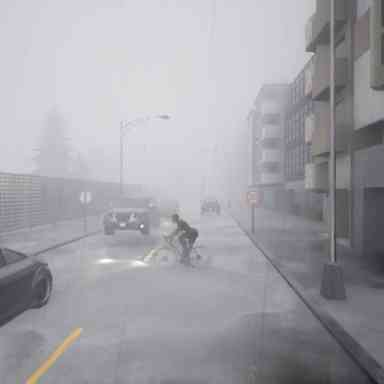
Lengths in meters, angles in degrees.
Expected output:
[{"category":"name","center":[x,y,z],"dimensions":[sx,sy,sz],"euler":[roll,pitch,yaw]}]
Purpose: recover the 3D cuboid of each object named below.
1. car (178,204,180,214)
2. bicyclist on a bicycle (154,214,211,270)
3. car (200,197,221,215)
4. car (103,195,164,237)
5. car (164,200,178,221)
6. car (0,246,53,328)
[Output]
[{"category":"car","center":[-2.288,1.547,33.400],"dimensions":[2.033,1.411,5.357],"euler":[0,0,4]},{"category":"bicyclist on a bicycle","center":[-0.298,1.447,9.517],"dimensions":[1.656,1.620,0.582],"euler":[-2,0,3]},{"category":"car","center":[1.930,1.499,34.425],"dimensions":[1.837,1.490,4.892],"euler":[0,-2,3]},{"category":"car","center":[-3.156,1.223,18.577],"dimensions":[2.150,2.045,5.566],"euler":[0,0,3]},{"category":"car","center":[-2.555,1.526,27.670],"dimensions":[1.812,1.442,4.674],"euler":[0,0,3]},{"category":"car","center":[-3.909,1.563,5.130],"dimensions":[1.994,1.385,4.181],"euler":[0,0,3]}]
